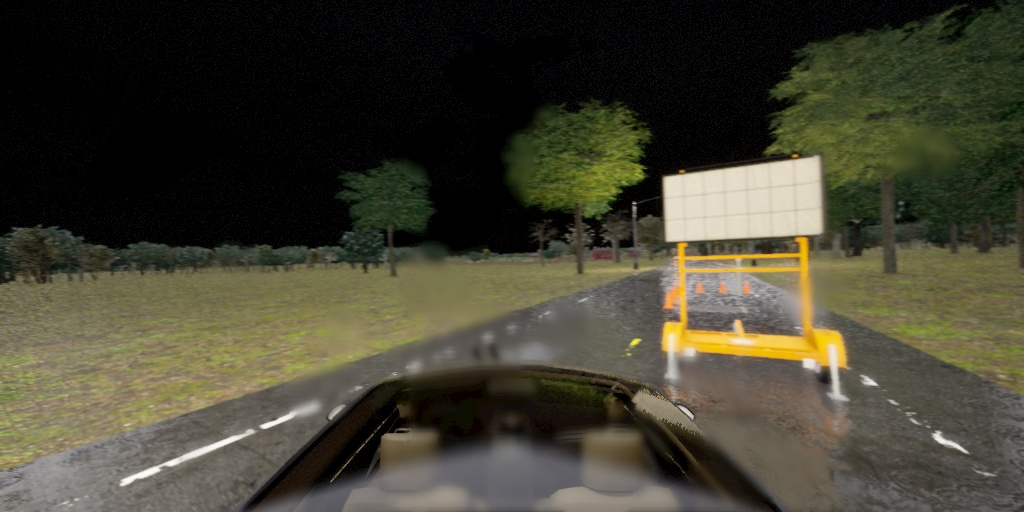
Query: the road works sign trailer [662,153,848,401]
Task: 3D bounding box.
[{"bbox_3d":[4.133,0.125,6.442,2.380,3.560,2.880,0,0,30],"label":"road works sign trailer"}]
